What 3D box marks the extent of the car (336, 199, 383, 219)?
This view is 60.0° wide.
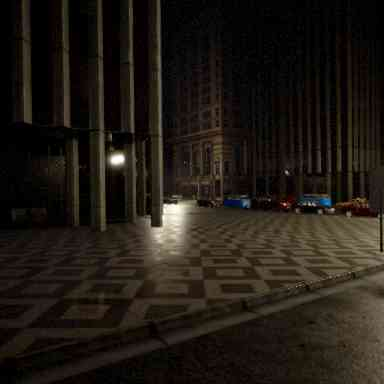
[{"bbox_3d":[15.344,1.567,28.895,1.887,1.381,4.507,-1,1,-36],"label":"car"}]

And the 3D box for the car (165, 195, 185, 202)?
[{"bbox_3d":[-3.555,1.257,69.737,2.008,1.369,4.403,-1,1,-36],"label":"car"}]

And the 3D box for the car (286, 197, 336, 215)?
[{"bbox_3d":[12.114,1.549,33.378,2.008,1.369,4.403,-1,1,-36],"label":"car"}]

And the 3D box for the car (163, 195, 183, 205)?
[{"bbox_3d":[-4.036,1.439,55.793,2.008,1.369,4.403,-1,1,-36],"label":"car"}]

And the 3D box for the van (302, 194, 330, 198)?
[{"bbox_3d":[15.811,1.178,42.832,1.690,1.788,3.998,-1,1,-36],"label":"van"}]

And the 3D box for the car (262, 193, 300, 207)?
[{"bbox_3d":[12.582,1.130,47.316,2.192,1.841,5.009,-1,1,-36],"label":"car"}]

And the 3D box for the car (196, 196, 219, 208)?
[{"bbox_3d":[2.424,1.371,46.825,1.967,1.590,4.097,-1,1,-36],"label":"car"}]

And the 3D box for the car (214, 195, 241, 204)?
[{"bbox_3d":[6.029,1.296,56.423,1.752,1.417,4.829,-1,1,-36],"label":"car"}]

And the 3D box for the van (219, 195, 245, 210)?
[{"bbox_3d":[5.652,1.294,42.342,1.690,1.788,3.998,-1,1,-36],"label":"van"}]

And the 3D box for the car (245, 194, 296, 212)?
[{"bbox_3d":[8.882,1.290,37.858,2.192,1.841,5.009,-1,1,-36],"label":"car"}]
